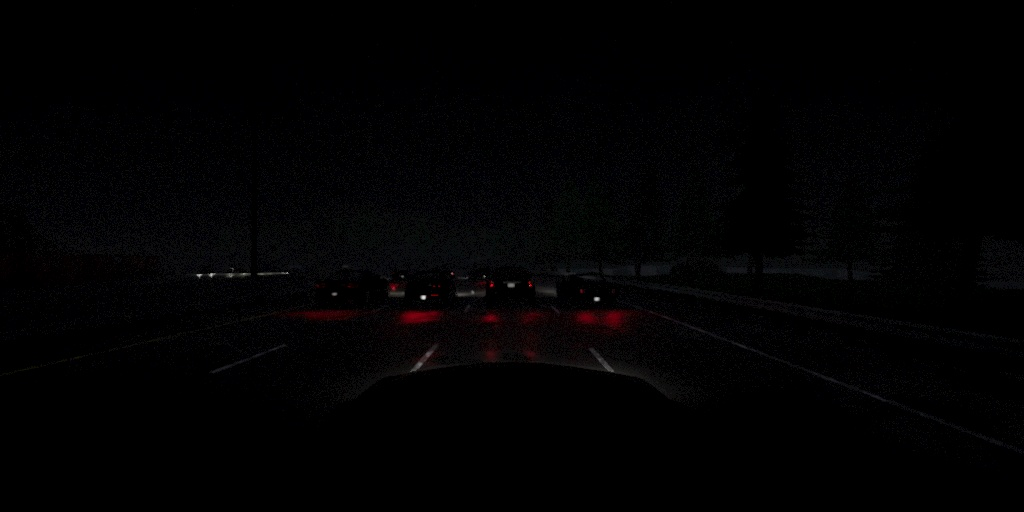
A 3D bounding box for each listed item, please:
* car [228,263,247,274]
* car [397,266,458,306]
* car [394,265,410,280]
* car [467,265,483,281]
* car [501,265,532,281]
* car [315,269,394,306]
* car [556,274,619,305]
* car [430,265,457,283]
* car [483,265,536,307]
[{"bbox_3d":[-38.921,1.678,50.884,1.882,1.535,5.008,1,-1,-39],"label":"car"},{"bbox_3d":[-3.677,1.394,16.651,1.837,1.490,4.892,0,0,-4],"label":"car"},{"bbox_3d":[-9.825,1.556,32.336,1.812,1.442,4.674,0,0,-16],"label":"car"},{"bbox_3d":[-3.040,1.554,34.071,1.837,1.490,4.892,0,0,-16],"label":"car"},{"bbox_3d":[0.351,1.619,34.941,1.994,1.385,4.181,0,0,-16],"label":"car"},{"bbox_3d":[-7.189,1.364,16.632,1.882,1.535,5.008,0,0,-4],"label":"car"},{"bbox_3d":[3.330,1.490,16.877,1.895,1.301,4.718,0,0,-4],"label":"car"},{"bbox_3d":[-6.330,1.583,32.870,2.033,1.411,5.357,0,-1,-15],"label":"car"},{"bbox_3d":[-0.165,1.237,16.645,2.097,1.767,4.553,0,-1,-4],"label":"car"}]
